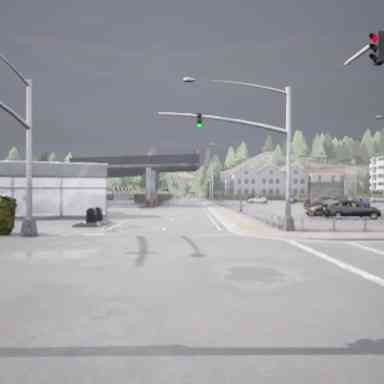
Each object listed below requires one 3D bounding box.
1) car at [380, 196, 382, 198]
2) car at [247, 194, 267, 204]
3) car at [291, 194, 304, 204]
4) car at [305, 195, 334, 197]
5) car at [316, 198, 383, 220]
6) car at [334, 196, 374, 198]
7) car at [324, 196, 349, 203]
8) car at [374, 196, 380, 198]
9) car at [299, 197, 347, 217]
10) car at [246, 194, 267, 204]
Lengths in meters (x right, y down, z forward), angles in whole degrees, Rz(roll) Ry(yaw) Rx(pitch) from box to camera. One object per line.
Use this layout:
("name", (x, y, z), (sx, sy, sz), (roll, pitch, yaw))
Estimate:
("car", (38.511, 1.449, 61.732), (5.027, 1.636, 2.152), (0, 0, -1))
("car", (12.628, 1.672, 64.656), (3.806, 1.475, 1.970), (0, 0, -1))
("car", (21.106, 1.409, 64.753), (4.605, 1.855, 1.932), (0, 0, -1))
("car", (20.479, 1.549, 52.291), (4.514, 1.523, 2.007), (0, 0, -1))
("car", (12.985, 1.471, 27.264), (4.514, 1.523, 2.007), (0, 0, -1))
("car", (20.505, 1.523, 42.298), (3.633, 1.501, 1.845), (0, 0, -1))
("car", (31.070, 1.642, 71.761), (4.514, 1.523, 2.007), (0, 0, -1))
("car", (38.144, 1.559, 68.146), (3.806, 1.475, 1.970), (0, 0, -1))
("car", (12.911, 1.477, 30.400), (5.027, 1.636, 2.152), (0, 0, -1))
("car", (13.216, 1.404, 67.986), (3.866, 1.878, 1.905), (0, 0, -1))
